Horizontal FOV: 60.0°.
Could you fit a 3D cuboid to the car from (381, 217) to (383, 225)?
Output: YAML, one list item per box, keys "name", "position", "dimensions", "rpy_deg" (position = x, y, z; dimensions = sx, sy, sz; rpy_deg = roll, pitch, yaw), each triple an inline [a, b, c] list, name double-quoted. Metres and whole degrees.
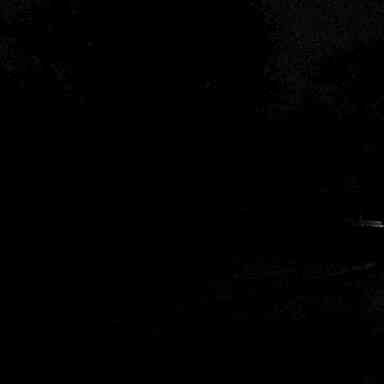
- name: "car"
  position: [15.024, 1.878, 22.502]
  dimensions: [1.994, 1.385, 4.181]
  rpy_deg: [1, 0, -13]

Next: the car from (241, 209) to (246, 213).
- name: "car"
  position: [3.161, 1.793, 34.933]
  dimensions: [4.718, 1.301, 1.895]
  rpy_deg: [1, -1, 22]
